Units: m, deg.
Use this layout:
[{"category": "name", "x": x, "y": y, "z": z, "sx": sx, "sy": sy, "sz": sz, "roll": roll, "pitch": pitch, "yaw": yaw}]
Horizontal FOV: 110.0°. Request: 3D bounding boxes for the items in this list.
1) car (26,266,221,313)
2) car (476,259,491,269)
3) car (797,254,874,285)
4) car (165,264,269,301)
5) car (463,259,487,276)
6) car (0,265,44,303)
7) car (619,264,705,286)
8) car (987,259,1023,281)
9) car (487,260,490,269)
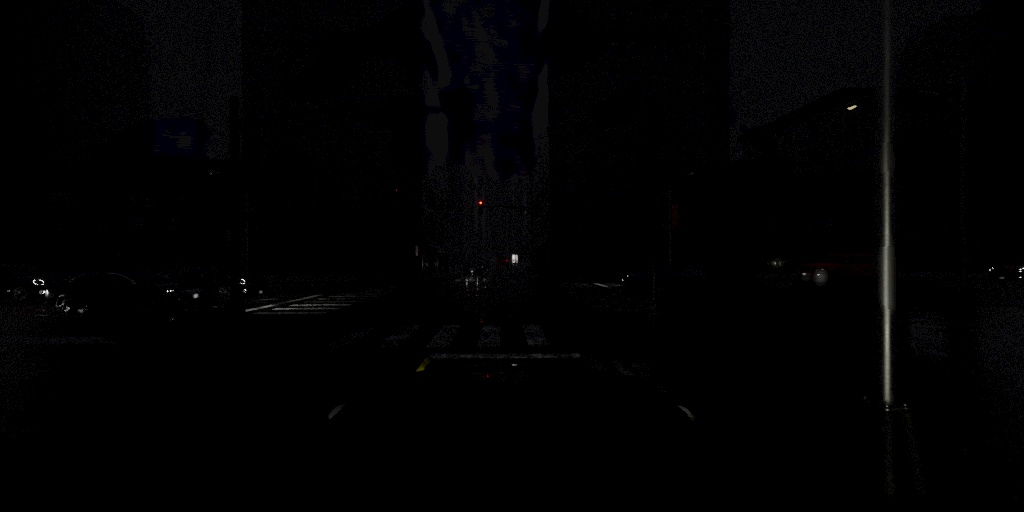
[{"category": "car", "x": -14.651, "y": 1.290, "z": 13.798, "sx": 4.902, "sy": 1.511, "sz": 2.128, "roll": 0, "pitch": 0, "yaw": -2}, {"category": "car", "x": -4.572, "y": 1.282, "z": 58.301, "sx": 2.128, "sy": 1.511, "sz": 4.902, "roll": 0, "pitch": 0, "yaw": -1}, {"category": "car", "x": 23.080, "y": 0.870, "z": 24.943, "sx": 5.566, "sy": 2.045, "sz": 2.150, "roll": -1, "pitch": 0, "yaw": -2}, {"category": "car", "x": -14.247, "y": 1.148, "z": 17.066, "sx": 4.553, "sy": 1.767, "sz": 2.097, "roll": 0, "pitch": 0, "yaw": -2}, {"category": "car", "x": -4.001, "y": 1.260, "z": 37.526, "sx": 2.128, "sy": 1.511, "sz": 4.902, "roll": 0, "pitch": 0, "yaw": -2}, {"category": "car", "x": -23.093, "y": 1.183, "z": 16.790, "sx": 4.553, "sy": 1.767, "sz": 2.097, "roll": 0, "pitch": 0, "yaw": -2}, {"category": "car", "x": 10.209, "y": 1.243, "z": 24.539, "sx": 5.357, "sy": 1.411, "sz": 2.033, "roll": 0, "pitch": 0, "yaw": -2}, {"category": "car", "x": 36.804, "y": 0.961, "z": 25.346, "sx": 4.553, "sy": 1.767, "sz": 2.097, "roll": 0, "pitch": 0, "yaw": -2}, {"category": "car", "x": -4.288, "y": 1.284, "z": 47.905, "sx": 1.837, "sy": 1.490, "sz": 4.892, "roll": 0, "pitch": 0, "yaw": -2}]
